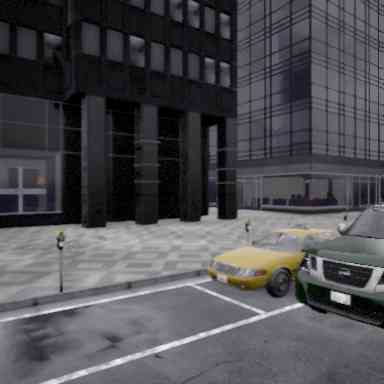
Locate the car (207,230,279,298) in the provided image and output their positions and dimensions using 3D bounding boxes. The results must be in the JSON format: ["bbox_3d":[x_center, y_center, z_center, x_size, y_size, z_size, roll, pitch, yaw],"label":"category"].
[{"bbox_3d":[2.609,1.527,8.511,4.829,1.417,1.752,0,0,-35],"label":"car"}]

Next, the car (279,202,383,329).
[{"bbox_3d":[4.443,1.225,6.530,5.566,2.045,2.150,0,0,-36],"label":"car"}]
